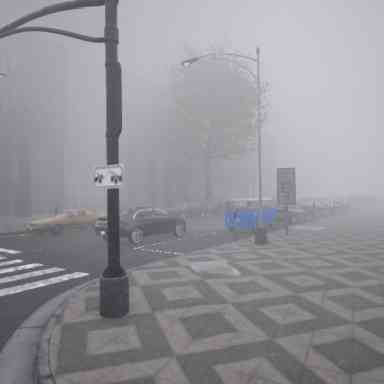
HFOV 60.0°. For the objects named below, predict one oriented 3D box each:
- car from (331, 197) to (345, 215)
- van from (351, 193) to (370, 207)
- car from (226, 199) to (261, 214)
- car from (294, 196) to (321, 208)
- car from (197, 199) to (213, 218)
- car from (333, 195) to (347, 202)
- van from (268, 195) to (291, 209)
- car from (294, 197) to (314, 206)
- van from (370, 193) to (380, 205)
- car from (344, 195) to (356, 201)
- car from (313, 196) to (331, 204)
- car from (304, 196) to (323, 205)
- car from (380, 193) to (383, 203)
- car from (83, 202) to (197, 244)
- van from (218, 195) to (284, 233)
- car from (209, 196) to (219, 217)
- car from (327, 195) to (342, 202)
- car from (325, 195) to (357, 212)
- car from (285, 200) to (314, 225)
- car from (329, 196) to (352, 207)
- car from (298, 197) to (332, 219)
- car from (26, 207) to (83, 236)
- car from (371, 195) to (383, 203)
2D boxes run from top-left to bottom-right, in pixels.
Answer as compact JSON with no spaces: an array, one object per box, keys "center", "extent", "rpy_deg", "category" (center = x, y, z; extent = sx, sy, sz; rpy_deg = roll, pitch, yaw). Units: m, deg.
[{"center":[12.861,1.409,31.579],"extent":[1.802,1.307,4.206],"rpy_deg":[-1,0,36],"category":"car"},{"center":[22.344,1.128,44.761],"extent":[1.690,1.788,3.998],"rpy_deg":[-1,0,36],"category":"van"},{"center":[5.662,1.529,36.170],"extent":[2.008,1.369,4.403],"rpy_deg":[-1,0,36],"category":"car"},{"center":[15.942,1.387,45.730],"extent":[2.128,1.511,4.902],"rpy_deg":[-1,-1,36],"category":"car"},{"center":[-0.517,1.552,27.584],"extent":[1.887,1.381,4.507],"rpy_deg":[-1,0,36],"category":"car"},{"center":[33.147,1.416,74.357],"extent":[1.887,1.381,4.507],"rpy_deg":[-1,-1,36],"category":"car"},{"center":[11.838,1.293,44.756],"extent":[1.690,1.788,3.998],"rpy_deg":[-1,0,36],"category":"van"},{"center":[18.020,1.492,53.340],"extent":[1.947,1.339,4.313],"rpy_deg":[-1,0,36],"category":"car"},{"center":[28.668,1.103,53.549],"extent":[1.690,1.788,3.998],"rpy_deg":[-1,-1,36],"category":"van"},{"center":[39.508,1.402,83.195],"extent":[2.008,1.369,4.403],"rpy_deg":[-1,-1,36],"category":"car"},{"center":[24.200,1.454,61.926],"extent":[2.008,1.369,4.403],"rpy_deg":[-1,-1,36],"category":"car"},{"center":[21.011,1.440,57.495],"extent":[1.752,1.417,4.829],"rpy_deg":[-1,-1,36],"category":"car"},{"center":[31.932,1.275,58.079],"extent":[1.752,1.417,4.829],"rpy_deg":[-1,-1,36],"category":"car"},{"center":[-2.186,1.429,15.408],"extent":[2.128,1.511,4.902],"rpy_deg":[-1,-1,36],"category":"car"},{"center":[3.371,1.213,18.400],"extent":[1.690,1.788,3.998],"rpy_deg":[-1,0,36],"category":"van"},{"center":[2.569,1.307,31.878],"extent":[2.192,1.841,5.009],"rpy_deg":[-1,0,36],"category":"car"},{"center":[29.967,1.433,69.939],"extent":[2.008,1.369,4.403],"rpy_deg":[-1,-1,36],"category":"car"},{"center":[16.022,1.364,35.973],"extent":[2.008,1.369,4.403],"rpy_deg":[-1,0,36],"category":"car"},{"center":[6.536,1.422,22.792],"extent":[1.947,1.339,4.313],"rpy_deg":[-1,0,36],"category":"car"},{"center":[21.784,1.376,48.710],"extent":[2.033,1.411,5.357],"rpy_deg":[-1,-1,36],"category":"car"},{"center":[9.698,1.386,27.185],"extent":[1.887,1.381,4.507],"rpy_deg":[-1,0,36],"category":"car"},{"center":[-6.802,1.564,18.862],"extent":[1.752,1.417,4.829],"rpy_deg":[-1,0,36],"category":"car"},{"center":[34.996,1.304,62.334],"extent":[1.947,1.339,4.313],"rpy_deg":[-1,-1,36],"category":"car"}]
